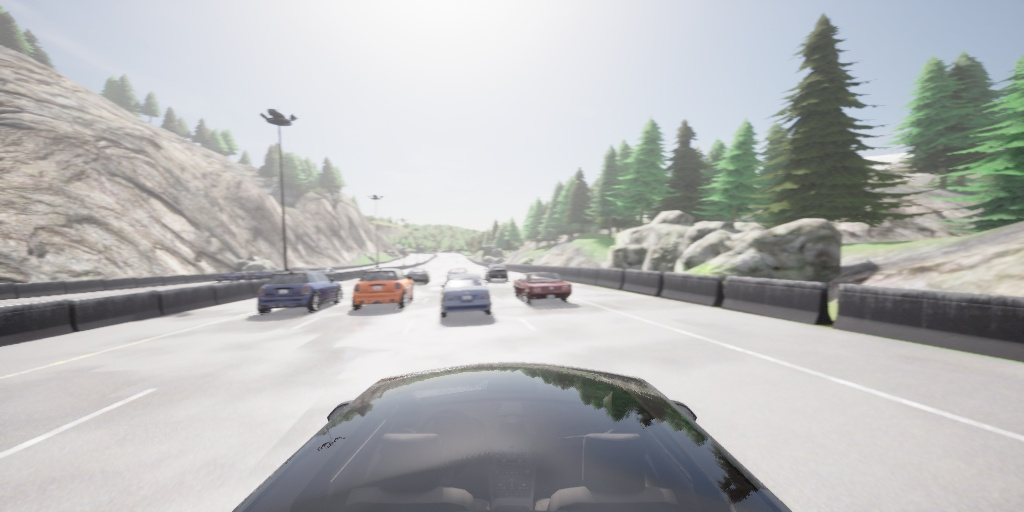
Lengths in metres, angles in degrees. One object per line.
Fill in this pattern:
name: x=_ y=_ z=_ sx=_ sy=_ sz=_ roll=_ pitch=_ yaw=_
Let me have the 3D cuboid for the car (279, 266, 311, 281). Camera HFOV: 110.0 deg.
car: x=-28.960 y=2.274 z=48.046 sx=2.097 sy=1.767 sz=4.553 roll=-2 pitch=0 yaw=-9

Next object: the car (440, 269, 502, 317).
car: x=-1.844 y=1.422 z=14.053 sx=2.033 sy=1.411 sz=5.357 roll=-2 pitch=0 yaw=-9

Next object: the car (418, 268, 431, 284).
car: x=-8.438 y=1.779 z=32.393 sx=1.994 sy=1.385 sz=4.181 roll=-2 pitch=-1 yaw=-9

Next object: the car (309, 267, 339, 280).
car: x=-25.563 y=2.327 z=48.960 sx=2.128 sy=1.511 sz=4.902 roll=-2 pitch=-1 yaw=-9

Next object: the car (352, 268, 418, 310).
car: x=-5.814 y=1.359 z=16.670 sx=2.097 sy=1.767 sz=4.553 roll=-2 pitch=-1 yaw=-9

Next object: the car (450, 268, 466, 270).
car: x=-4.686 y=1.701 z=31.120 sx=1.895 sy=1.301 sz=4.718 roll=-2 pitch=0 yaw=-9

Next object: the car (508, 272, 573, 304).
car: x=1.248 y=1.414 z=16.884 sx=1.895 sy=1.301 sz=4.718 roll=-2 pitch=0 yaw=-9

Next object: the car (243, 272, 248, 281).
car: x=-32.257 y=2.603 z=46.575 sx=1.895 sy=1.301 sz=4.718 roll=-2 pitch=-1 yaw=-9

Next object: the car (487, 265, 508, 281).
car: x=-1.465 y=1.533 z=33.101 sx=1.837 sy=1.490 sz=4.892 roll=-2 pitch=0 yaw=-9

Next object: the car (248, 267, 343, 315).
car: x=-9.263 y=1.450 z=16.084 sx=2.097 sy=1.767 sz=4.553 roll=-2 pitch=-1 yaw=-9

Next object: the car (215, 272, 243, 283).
car: x=-35.703 y=2.694 z=45.996 sx=1.895 sy=1.301 sz=4.718 roll=-2 pitch=-1 yaw=-9
